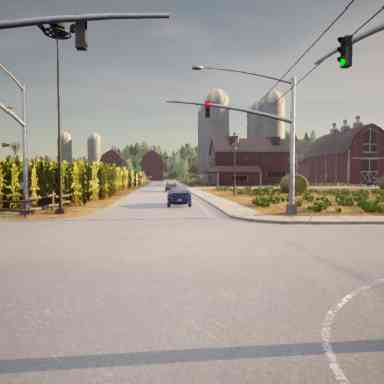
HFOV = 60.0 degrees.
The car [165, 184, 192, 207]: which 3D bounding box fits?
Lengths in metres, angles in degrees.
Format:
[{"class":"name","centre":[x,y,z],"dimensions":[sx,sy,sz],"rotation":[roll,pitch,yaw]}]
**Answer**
[{"class":"car","centre":[-1.109,0.346,27.600],"dimensions":[1.882,1.535,5.008],"rotation":[0,3,-5]}]

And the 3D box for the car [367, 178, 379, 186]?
[{"class":"car","centre":[42.378,-2.329,77.516],"dimensions":[1.905,1.878,3.866],"rotation":[10,10,41]}]

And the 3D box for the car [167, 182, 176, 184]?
[{"class":"car","centre":[-3.335,-0.811,52.831],"dimensions":[2.128,1.511,4.902],"rotation":[0,3,-5]}]
